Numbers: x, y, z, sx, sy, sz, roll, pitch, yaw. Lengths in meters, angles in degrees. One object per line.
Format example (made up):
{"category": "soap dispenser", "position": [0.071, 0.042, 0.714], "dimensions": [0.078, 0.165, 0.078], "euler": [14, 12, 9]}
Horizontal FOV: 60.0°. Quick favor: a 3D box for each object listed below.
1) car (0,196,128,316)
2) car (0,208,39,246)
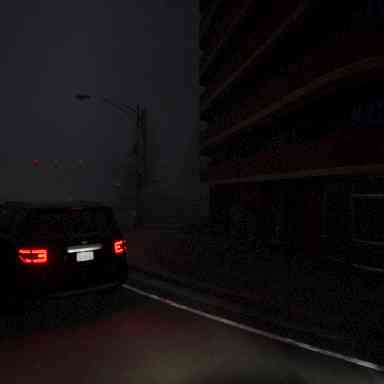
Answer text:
{"category": "car", "position": [-3.583, 1.221, 7.907], "dimensions": [2.150, 2.045, 5.566], "euler": [0, 0, -40]}
{"category": "car", "position": [-8.449, 1.564, 15.879], "dimensions": [1.994, 1.385, 4.181], "euler": [0, 0, -26]}
